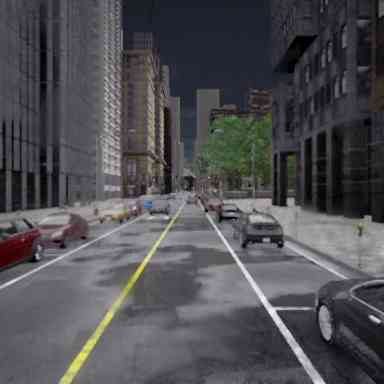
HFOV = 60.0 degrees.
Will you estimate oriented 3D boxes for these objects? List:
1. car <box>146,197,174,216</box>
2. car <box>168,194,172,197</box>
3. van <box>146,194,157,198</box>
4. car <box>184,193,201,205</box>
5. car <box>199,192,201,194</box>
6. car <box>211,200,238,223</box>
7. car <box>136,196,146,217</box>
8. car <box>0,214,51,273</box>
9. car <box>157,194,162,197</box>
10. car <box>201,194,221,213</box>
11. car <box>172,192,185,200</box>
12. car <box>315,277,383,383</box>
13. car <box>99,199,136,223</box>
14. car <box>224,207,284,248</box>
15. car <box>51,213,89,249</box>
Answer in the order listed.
[{"bbox_3d":[-3.091,1.501,32.586,1.837,1.490,4.892,0,0,0],"label":"car"},{"bbox_3d":[-5.760,1.543,69.422,1.947,1.339,4.313,0,0,0],"label":"car"},{"bbox_3d":[-5.761,1.334,41.982,1.690,1.788,3.998,0,0,0],"label":"van"},{"bbox_3d":[0.030,1.478,57.994,2.128,1.511,4.902,0,0,1],"label":"car"},{"bbox_3d":[2.765,1.301,58.429,2.192,1.841,5.009,0,0,0],"label":"car"},{"bbox_3d":[2.763,1.564,25.509,1.947,1.339,4.313,0,0,0],"label":"car"},{"bbox_3d":[-5.762,1.436,31.007,1.967,1.590,4.097,0,0,0],"label":"car"},{"bbox_3d":[-5.763,1.442,9.056,1.967,1.590,4.097,0,0,0],"label":"car"},{"bbox_3d":[-5.761,1.431,47.470,1.967,1.590,4.097,0,0,0],"label":"car"},{"bbox_3d":[2.388,1.347,36.261,2.097,1.767,4.553,0,0,0],"label":"car"},{"bbox_3d":[-2.998,1.111,73.126,1.812,1.442,4.674,0,0,0],"label":"car"},{"bbox_3d":[2.762,1.552,3.561,2.008,1.369,4.403,0,0,0],"label":"car"},{"bbox_3d":[-5.762,1.524,25.350,1.752,1.417,4.829,0,0,0],"label":"car"},{"bbox_3d":[2.763,1.552,14.536,2.008,1.369,4.403,0,0,0],"label":"car"},{"bbox_3d":[-5.763,1.584,14.544,1.802,1.307,4.206,0,0,0],"label":"car"}]
